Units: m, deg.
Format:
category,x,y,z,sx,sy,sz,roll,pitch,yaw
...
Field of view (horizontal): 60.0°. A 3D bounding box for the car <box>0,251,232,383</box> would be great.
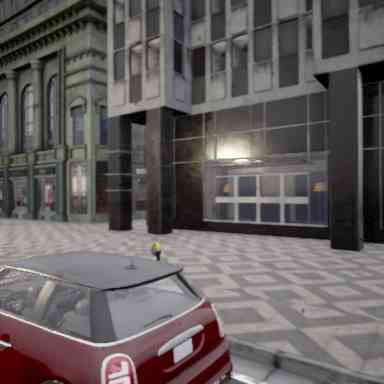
category,x,y,z,sx,sy,sz,roll,pitch,yaw
car,-1.660,1.478,4.143,4.097,1.590,1.967,-1,0,35
